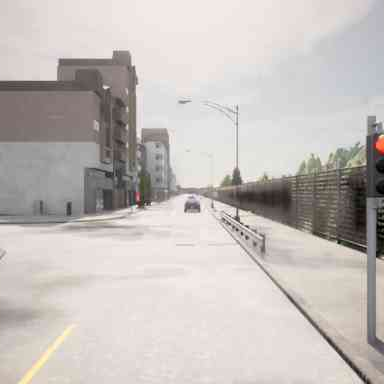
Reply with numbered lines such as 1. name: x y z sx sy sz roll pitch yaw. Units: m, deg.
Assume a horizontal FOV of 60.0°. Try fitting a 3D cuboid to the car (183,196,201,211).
1. car: 0.038 1.525 39.729 1.812 1.442 4.674 0 0 0
